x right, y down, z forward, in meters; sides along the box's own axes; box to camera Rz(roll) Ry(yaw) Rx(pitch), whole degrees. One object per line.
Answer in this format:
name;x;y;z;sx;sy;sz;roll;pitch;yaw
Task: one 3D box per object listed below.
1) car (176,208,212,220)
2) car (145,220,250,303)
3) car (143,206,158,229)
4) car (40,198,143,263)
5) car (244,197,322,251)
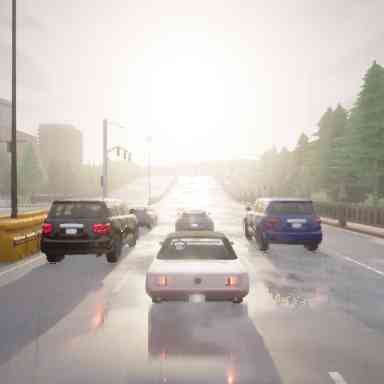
car;0.125;1.564;17.976;1.994;1.385;4.181;0;0;0
car;0.110;1.601;8.125;1.895;1.301;4.718;0;0;0
car;-3.371;1.564;21.473;1.994;1.385;4.181;0;0;0
car;-3.383;1.218;12.030;2.150;2.045;5.566;0;0;0
car;3.616;1.225;14.144;2.150;2.045;5.566;0;0;0
